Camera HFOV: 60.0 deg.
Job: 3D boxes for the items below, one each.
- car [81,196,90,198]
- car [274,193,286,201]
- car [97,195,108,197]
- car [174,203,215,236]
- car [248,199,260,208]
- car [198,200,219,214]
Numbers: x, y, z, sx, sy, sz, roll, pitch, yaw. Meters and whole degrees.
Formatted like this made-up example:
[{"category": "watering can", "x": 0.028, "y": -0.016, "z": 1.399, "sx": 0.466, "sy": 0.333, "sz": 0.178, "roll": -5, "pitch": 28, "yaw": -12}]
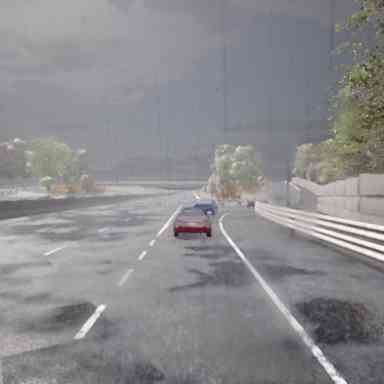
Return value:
[{"category": "car", "x": -24.496, "y": 1.509, "z": 76.660, "sx": 1.994, "sy": 1.385, "sz": 4.181, "roll": 0, "pitch": 0, "yaw": 0}, {"category": "car", "x": 22.700, "y": 1.491, "z": 86.587, "sx": 2.150, "sy": 2.045, "sz": 5.566, "roll": 0, "pitch": 3, "yaw": 20}, {"category": "car", "x": -20.996, "y": 1.456, "z": 76.660, "sx": 1.837, "sy": 1.490, "sz": 4.892, "roll": 0, "pitch": 0, "yaw": 0}, {"category": "car", "x": 0.083, "y": 1.550, "z": 18.398, "sx": 1.994, "sy": 1.385, "sz": 4.181, "roll": 0, "pitch": 0, "yaw": 2}, {"category": "car", "x": 11.699, "y": 2.120, "z": 61.456, "sx": 1.837, "sy": 1.490, "sz": 4.892, "roll": 0, "pitch": -1, "yaw": 26}, {"category": "car", "x": 1.495, "y": 1.481, "z": 32.654, "sx": 1.882, "sy": 1.535, "sz": 5.008, "roll": 0, "pitch": -1, "yaw": 10}]
